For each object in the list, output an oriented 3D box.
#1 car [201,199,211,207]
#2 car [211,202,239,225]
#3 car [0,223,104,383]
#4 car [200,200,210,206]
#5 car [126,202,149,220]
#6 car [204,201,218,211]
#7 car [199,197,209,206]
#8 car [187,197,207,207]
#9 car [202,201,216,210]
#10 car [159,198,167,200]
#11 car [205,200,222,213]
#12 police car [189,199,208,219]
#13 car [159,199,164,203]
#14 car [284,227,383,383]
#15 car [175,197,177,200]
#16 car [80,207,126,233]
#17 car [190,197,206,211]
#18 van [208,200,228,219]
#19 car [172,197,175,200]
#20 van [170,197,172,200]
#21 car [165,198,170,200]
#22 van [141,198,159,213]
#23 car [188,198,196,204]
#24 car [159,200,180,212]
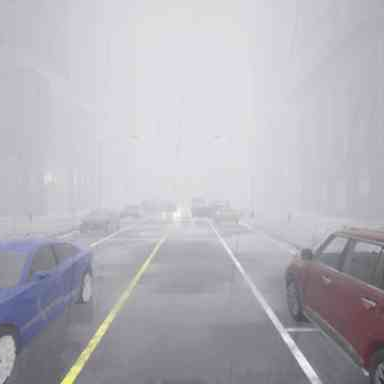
[{"bbox_3d":[2.750,2.171,66.375,1.967,1.590,4.097,0,-1,0],"label":"car"},{"bbox_3d":[2.756,1.819,27.093,1.752,1.417,4.829,0,-1,0],"label":"car"},{"bbox_3d":[-3.102,1.536,5.446,1.882,1.535,5.008,0,-1,0],"label":"car"},{"bbox_3d":[2.749,2.360,72.010,1.947,1.339,4.313,0,-1,0],"label":"car"},{"bbox_3d":[-5.770,1.920,32.544,1.947,1.339,4.313,0,-1,0],"label":"car"},{"bbox_3d":[2.752,2.070,49.636,1.752,1.417,4.829,0,-1,0],"label":"car"},{"bbox_3d":[2.747,2.172,77.649,2.192,1.841,5.009,0,-1,0],"label":"car"},{"bbox_3d":[0.766,1.831,43.824,2.097,1.767,4.553,0,-1,-2],"label":"car"},{"bbox_3d":[2.752,2.156,55.102,2.008,1.369,4.403,0,-1,0],"label":"car"},{"bbox_3d":[-5.773,2.171,55.090,1.947,1.339,4.313,0,-1,0],"label":"car"},{"bbox_3d":[2.753,1.920,43.831,1.967,1.590,4.097,0,-1,0],"label":"car"},{"bbox_3d":[0.895,1.795,33.984,1.930,1.638,5.238,0,-1,0],"label":"police car"},{"bbox_3d":[-5.772,2.108,49.453,1.947,1.339,4.313,0,-1,0],"label":"car"},{"bbox_3d":[2.759,1.363,4.381,2.192,1.841,5.009,0,-1,0],"label":"car"},{"bbox_3d":[-5.779,2.423,88.910,1.967,1.590,4.097,0,-1,0],"label":"car"},{"bbox_3d":[-5.768,1.774,21.272,1.887,1.381,4.507,0,-1,0],"label":"car"},{"bbox_3d":[0.850,1.770,49.906,2.150,2.045,5.566,0,-1,0],"label":"car"},{"bbox_3d":[2.754,1.695,32.560,1.690,1.788,3.998,0,-1,0],"label":"van"},{"bbox_3d":[-5.777,2.297,77.637,1.967,1.590,4.097,0,-1,0],"label":"car"},{"bbox_3d":[-5.777,2.135,72.002,1.690,1.788,3.998,0,-1,0],"label":"van"},{"bbox_3d":[-5.775,1.983,60.728,2.192,1.841,5.009,0,-1,0],"label":"car"},{"bbox_3d":[-5.772,1.820,43.819,1.690,1.788,3.998,0,-1,0],"label":"van"},{"bbox_3d":[-0.013,2.328,84.603,1.837,1.490,4.892,0,-1,0],"label":"car"},{"bbox_3d":[-3.093,2.113,46.748,1.895,1.301,4.718,0,-1,0],"label":"car"}]
